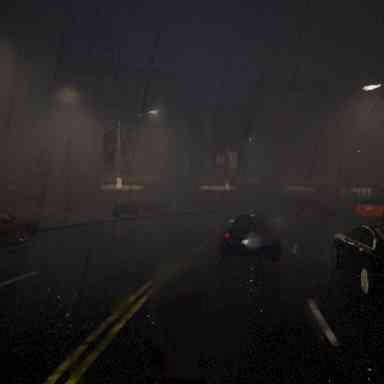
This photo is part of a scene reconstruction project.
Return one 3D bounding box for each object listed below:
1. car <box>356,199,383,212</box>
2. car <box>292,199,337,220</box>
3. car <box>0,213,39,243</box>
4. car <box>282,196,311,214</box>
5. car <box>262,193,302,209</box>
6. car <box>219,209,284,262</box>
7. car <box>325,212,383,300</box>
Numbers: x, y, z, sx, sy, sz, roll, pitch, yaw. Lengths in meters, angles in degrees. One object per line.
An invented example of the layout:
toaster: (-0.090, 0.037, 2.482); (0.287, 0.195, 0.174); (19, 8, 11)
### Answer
car: (15.081, 1.317, 26.986); (4.553, 1.767, 2.097); (0, 0, -45)
car: (10.298, 1.541, 27.234); (1.895, 1.301, 4.718); (0, 0, 41)
car: (-8.409, 1.499, 12.990); (1.895, 1.301, 4.718); (0, 0, 18)
car: (11.491, 1.426, 33.322); (4.892, 1.490, 1.837); (0, 0, -39)
car: (10.174, 1.122, 36.834); (5.566, 2.045, 2.150); (0, 0, -37)
car: (2.283, 1.525, 12.257); (1.994, 1.385, 4.181); (0, 0, 16)
car: (4.788, 1.497, 8.142); (1.837, 1.490, 4.892); (0, 1, 12)
